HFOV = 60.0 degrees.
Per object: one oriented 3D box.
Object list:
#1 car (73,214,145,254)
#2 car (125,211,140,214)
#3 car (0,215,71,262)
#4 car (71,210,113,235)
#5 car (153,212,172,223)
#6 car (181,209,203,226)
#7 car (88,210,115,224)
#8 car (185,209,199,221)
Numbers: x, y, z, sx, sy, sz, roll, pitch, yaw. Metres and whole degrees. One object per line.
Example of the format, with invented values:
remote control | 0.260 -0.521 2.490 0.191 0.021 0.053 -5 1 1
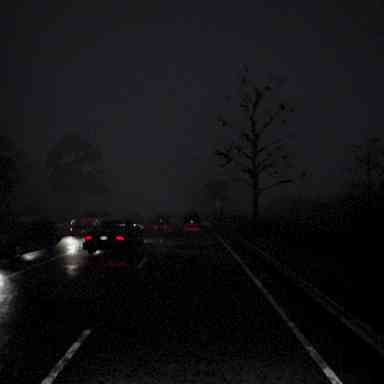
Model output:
car | -3.405 1.931 15.315 2.033 1.411 5.357 0 -2 0
car | -7.018 2.969 39.066 2.033 1.411 5.357 0 -2 0
car | -7.088 1.867 13.592 2.033 1.411 5.357 0 -2 0
car | -7.087 2.090 23.851 2.097 1.767 4.553 0 -2 0
car | -3.459 2.982 39.355 1.895 1.301 4.718 0 -2 0
car | -0.007 2.647 33.647 1.837 1.490 4.892 0 -3 0
car | -10.518 2.884 39.068 1.882 1.535 5.008 0 -2 0
car | 0.016 3.176 47.001 1.882 1.535 5.008 0 -3 1
